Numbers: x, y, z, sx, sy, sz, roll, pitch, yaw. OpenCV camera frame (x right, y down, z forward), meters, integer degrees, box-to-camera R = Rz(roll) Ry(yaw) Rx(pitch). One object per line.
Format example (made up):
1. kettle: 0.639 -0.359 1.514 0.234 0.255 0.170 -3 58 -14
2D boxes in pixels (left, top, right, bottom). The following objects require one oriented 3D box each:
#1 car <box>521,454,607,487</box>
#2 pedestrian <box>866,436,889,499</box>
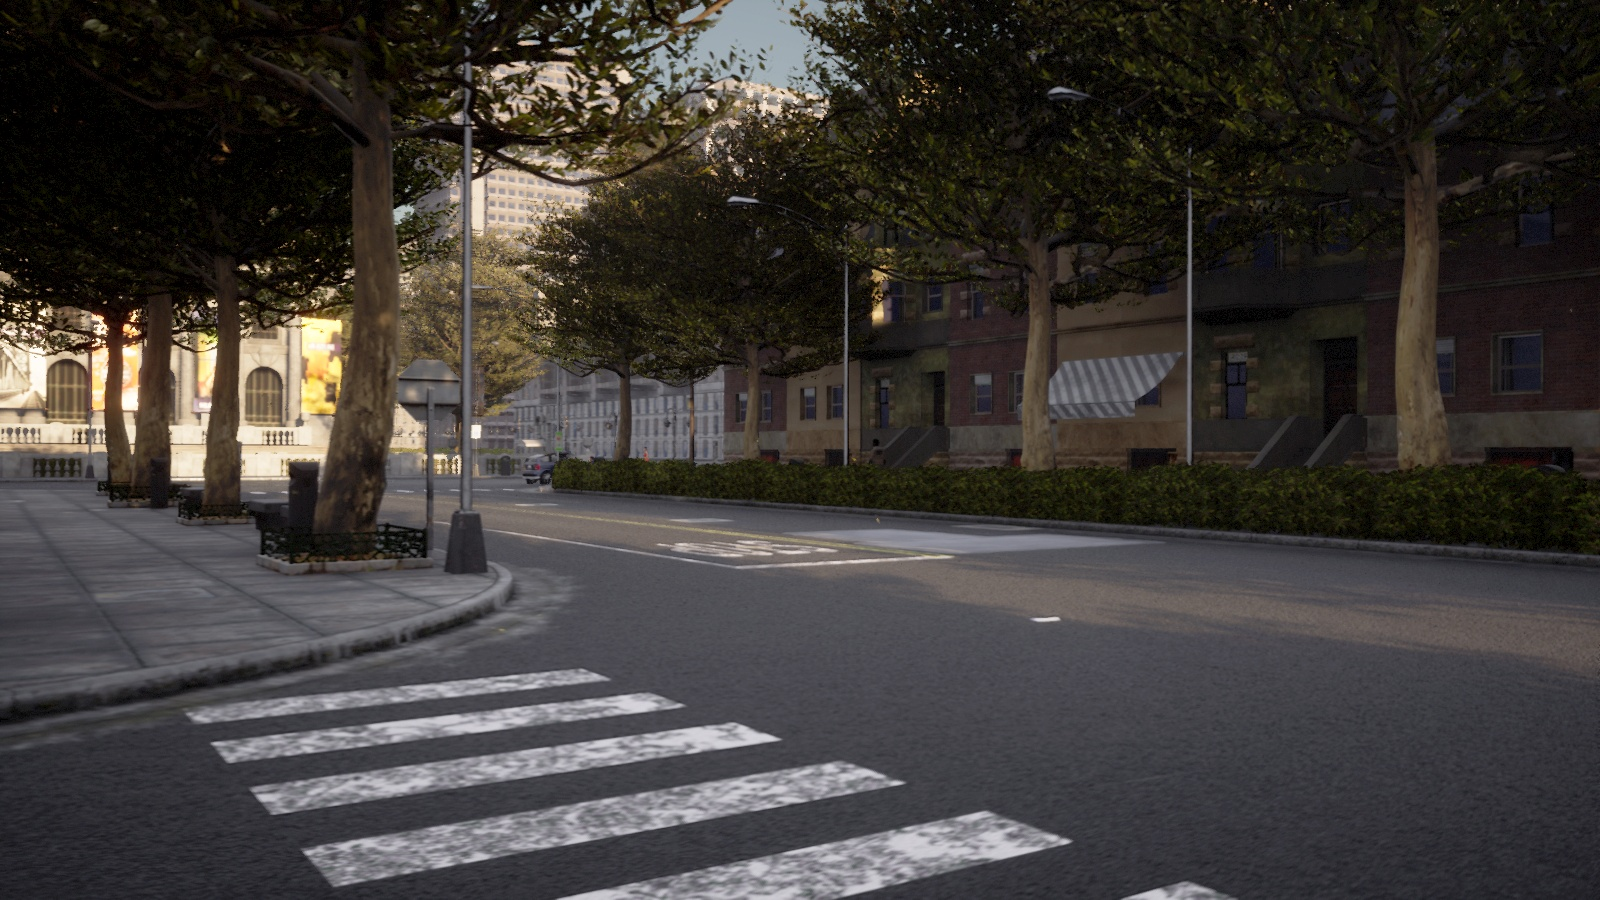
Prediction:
1. car: -11.507 0.959 61.289 3.705 1.549 1.789 0 0 -38
2. pedestrian: 2.421 0.542 39.395 0.396 1.930 0.692 0 0 -33
